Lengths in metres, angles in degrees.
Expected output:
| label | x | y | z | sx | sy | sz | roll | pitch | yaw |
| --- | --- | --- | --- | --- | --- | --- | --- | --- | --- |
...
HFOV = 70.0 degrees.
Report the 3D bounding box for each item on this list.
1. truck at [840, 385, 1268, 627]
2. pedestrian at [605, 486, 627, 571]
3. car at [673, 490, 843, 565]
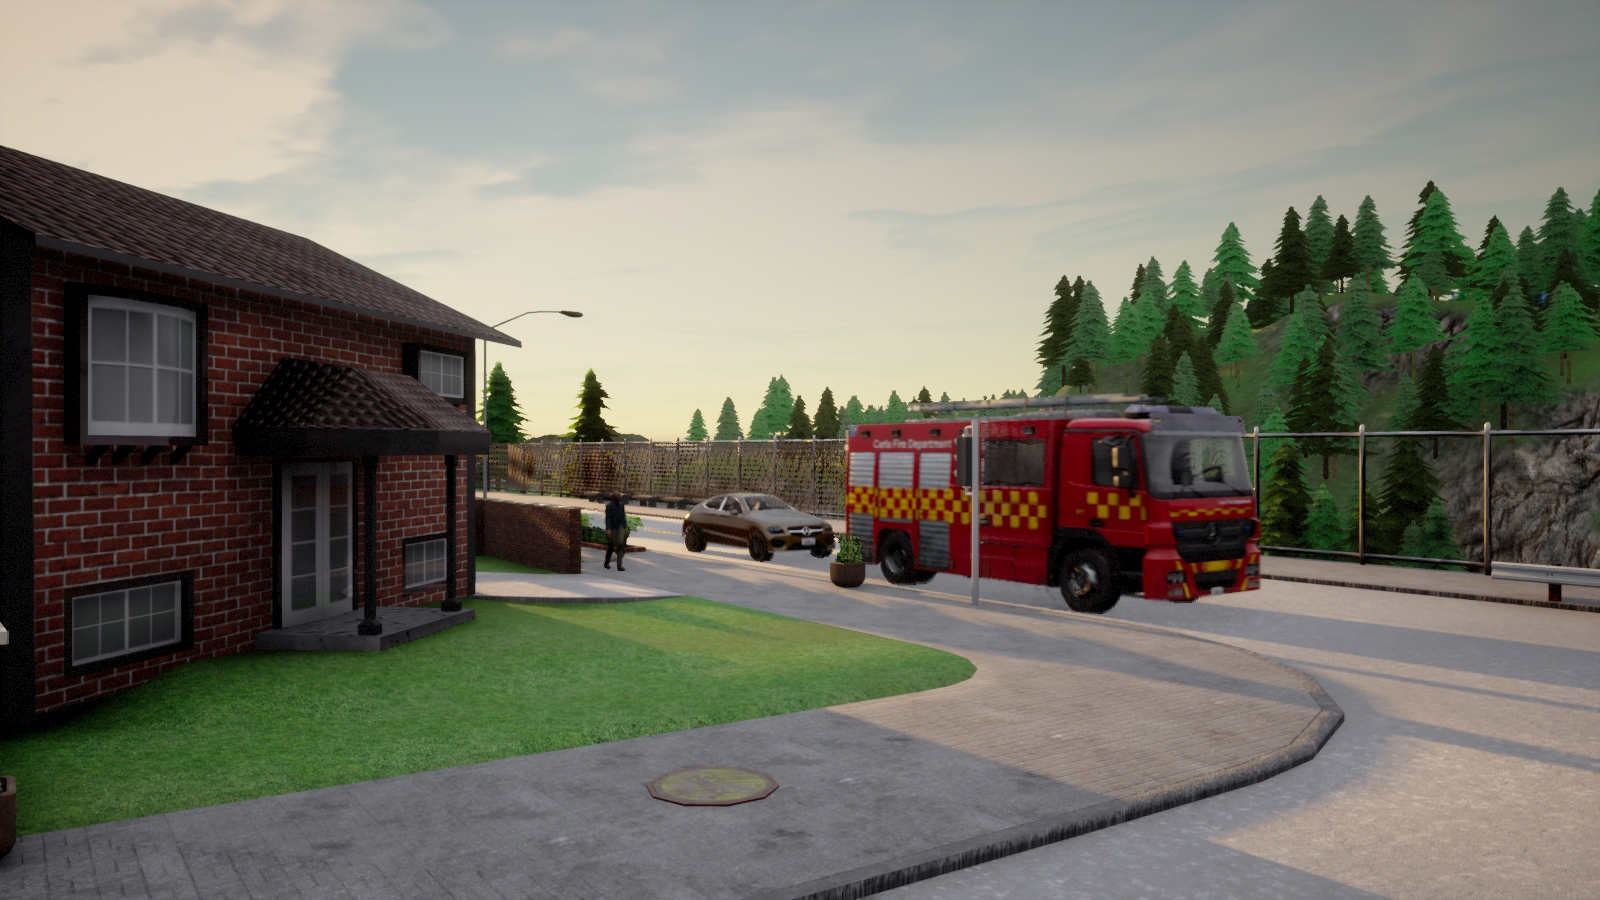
| label | x | y | z | sx | sy | sz | roll | pitch | yaw |
| --- | --- | --- | --- | --- | --- | --- | --- | --- | --- |
| truck | 4.489 | 0.891 | 22.395 | 2.891 | 3.827 | 8.468 | 0 | 0 | -35 |
| pedestrian | -4.098 | 1.745 | 25.450 | 0.375 | 1.860 | 0.375 | 0 | 0 | -35 |
| car | -1.226 | 1.992 | 30.591 | 2.152 | 1.651 | 5.027 | 0 | 0 | -35 |
